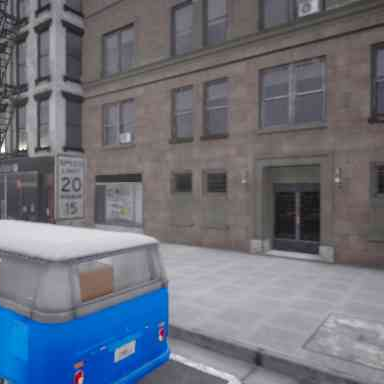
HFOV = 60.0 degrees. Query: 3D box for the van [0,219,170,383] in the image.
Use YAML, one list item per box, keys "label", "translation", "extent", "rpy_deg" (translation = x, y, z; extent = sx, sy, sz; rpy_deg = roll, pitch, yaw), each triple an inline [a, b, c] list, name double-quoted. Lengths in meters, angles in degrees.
- label: "van"
  translation: [-2.164, 1.323, 4.357]
  extent: [3.998, 1.788, 1.690]
  rpy_deg: [0, 0, 36]
